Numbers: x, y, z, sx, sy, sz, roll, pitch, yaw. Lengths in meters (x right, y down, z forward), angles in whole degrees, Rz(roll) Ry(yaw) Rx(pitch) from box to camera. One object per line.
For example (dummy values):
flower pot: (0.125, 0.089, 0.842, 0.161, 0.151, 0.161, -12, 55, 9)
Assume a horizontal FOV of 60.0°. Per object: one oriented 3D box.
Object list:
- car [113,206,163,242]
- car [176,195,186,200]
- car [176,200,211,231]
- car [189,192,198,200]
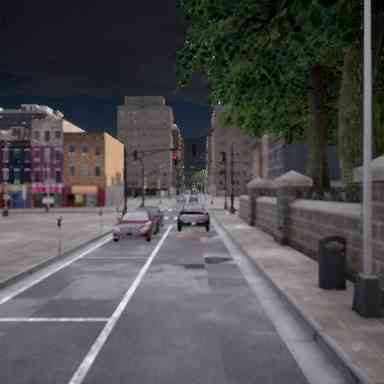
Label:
car: (-2.632, 1.548, 16.142, 1.802, 1.307, 4.206, 0, 0, 0)
car: (-2.194, 1.354, 67.002, 2.128, 1.511, 4.902, 0, 0, 0)
car: (0.091, 1.450, 19.985, 2.128, 1.511, 4.902, 0, 0, 0)
car: (0.312, 1.340, 72.017, 1.812, 1.442, 4.674, 0, 0, 0)
